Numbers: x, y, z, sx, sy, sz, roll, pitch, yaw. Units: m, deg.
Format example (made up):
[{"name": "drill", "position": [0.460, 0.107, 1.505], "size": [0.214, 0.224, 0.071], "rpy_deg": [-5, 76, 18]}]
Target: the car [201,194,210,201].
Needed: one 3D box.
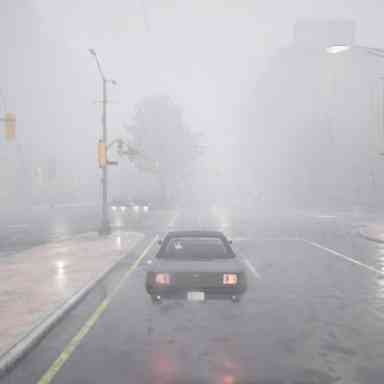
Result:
[{"name": "car", "position": [3.561, 1.475, 86.915], "size": [2.128, 1.511, 4.902], "rpy_deg": [0, 0, 0]}]

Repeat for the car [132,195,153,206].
[{"name": "car", "position": [-8.042, 1.573, 54.105], "size": [1.895, 1.301, 4.718], "rpy_deg": [0, 0, 0]}]

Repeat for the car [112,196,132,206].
[{"name": "car", "position": [-11.541, 1.573, 54.070], "size": [1.895, 1.301, 4.718], "rpy_deg": [0, 0, 0]}]

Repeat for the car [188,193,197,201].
[{"name": "car", "position": [0.061, 1.174, 86.531], "size": [2.150, 2.045, 5.566], "rpy_deg": [0, 0, 0]}]

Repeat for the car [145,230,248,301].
[{"name": "car", "position": [0.080, 1.597, 8.233], "size": [1.895, 1.301, 4.718], "rpy_deg": [0, 0, 0]}]

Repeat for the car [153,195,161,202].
[{"name": "car", "position": [-7.951, 1.517, 69.268], "size": [1.994, 1.385, 4.181], "rpy_deg": [0, 0, 0]}]

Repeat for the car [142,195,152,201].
[{"name": "car", "position": [-11.440, 1.481, 84.561], "size": [1.812, 1.442, 4.674], "rpy_deg": [0, 0, 0]}]

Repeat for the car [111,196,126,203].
[{"name": "car", "position": [-14.702, 1.561, 66.897], "size": [1.895, 1.301, 4.718], "rpy_deg": [0, 0, 0]}]

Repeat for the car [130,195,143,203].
[{"name": "car", "position": [-11.451, 1.465, 69.261], "size": [1.837, 1.490, 4.892], "rpy_deg": [0, 0, 0]}]
